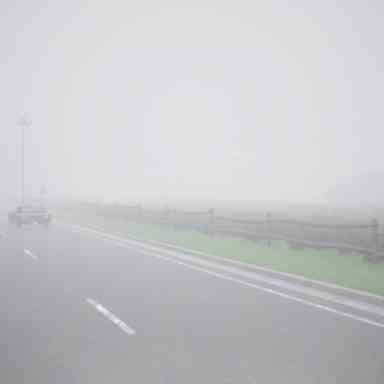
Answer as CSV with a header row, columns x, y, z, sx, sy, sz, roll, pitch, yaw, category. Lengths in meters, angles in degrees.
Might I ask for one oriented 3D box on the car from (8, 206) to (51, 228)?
x,y,z,sx,sy,sz,roll,pitch,yaw,category
-10.821,1.565,21.965,1.895,1.301,4.718,0,0,-36,car
